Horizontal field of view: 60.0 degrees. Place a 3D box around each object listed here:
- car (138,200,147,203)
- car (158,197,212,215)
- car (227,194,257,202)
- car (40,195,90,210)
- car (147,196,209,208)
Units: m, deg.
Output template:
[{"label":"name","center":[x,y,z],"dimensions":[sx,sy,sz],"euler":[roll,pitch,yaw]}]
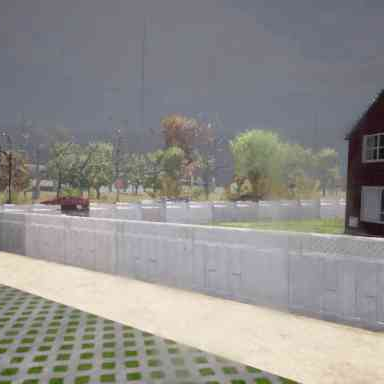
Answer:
[{"label":"car","center":[-3.893,1.176,38.333],"dimensions":[4.718,1.301,1.895],"euler":[0,2,-19]},{"label":"car","center":[-0.711,1.299,32.336],"dimensions":[4.892,1.490,1.837],"euler":[-1,2,-18]},{"label":"car","center":[6.612,1.031,41.831],"dimensions":[4.674,1.442,1.812],"euler":[0,2,-18]},{"label":"car","center":[-13.417,1.124,35.145],"dimensions":[5.008,1.535,1.882],"euler":[0,2,-18]},{"label":"car","center":[-1.027,1.405,28.805],"dimensions":[4.902,1.511,2.128],"euler":[-1,2,-18]}]
